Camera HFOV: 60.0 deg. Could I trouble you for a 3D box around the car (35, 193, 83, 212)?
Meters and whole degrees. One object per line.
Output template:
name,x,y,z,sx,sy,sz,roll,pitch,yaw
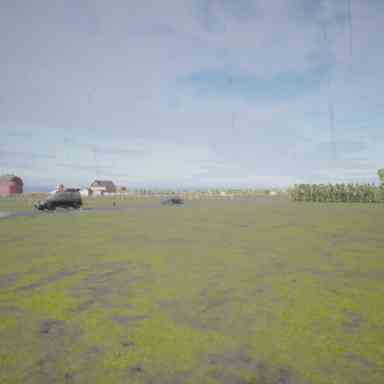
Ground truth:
car,-15.508,1.162,39.127,2.150,2.045,5.566,1,0,34

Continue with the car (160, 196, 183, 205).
car,-3.454,1.436,56.980,1.837,1.490,4.892,1,0,34
